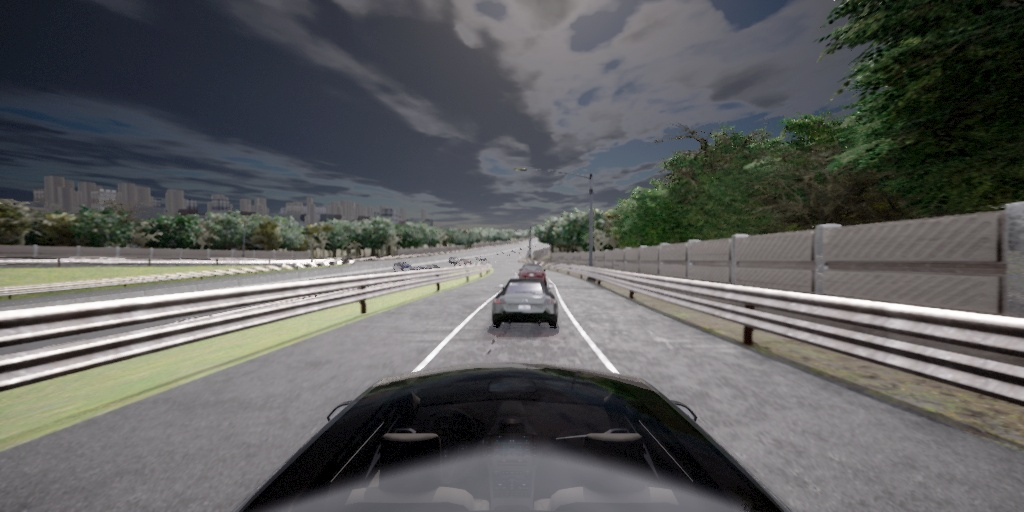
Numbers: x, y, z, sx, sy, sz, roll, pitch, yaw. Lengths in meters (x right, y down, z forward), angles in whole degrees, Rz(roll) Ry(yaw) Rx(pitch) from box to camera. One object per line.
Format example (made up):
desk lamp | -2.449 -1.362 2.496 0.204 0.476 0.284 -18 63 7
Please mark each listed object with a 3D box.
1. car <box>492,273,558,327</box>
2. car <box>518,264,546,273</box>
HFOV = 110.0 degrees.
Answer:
car | 0.460 1.433 12.056 1.994 1.385 4.181 0 -1 3
car | 1.537 1.396 27.690 2.097 1.767 4.553 0 -1 4
